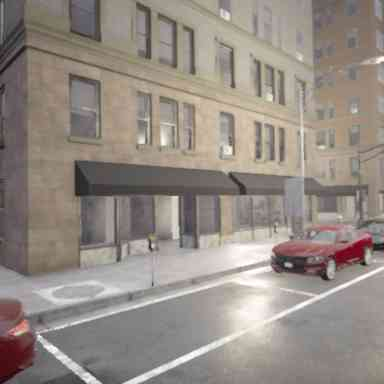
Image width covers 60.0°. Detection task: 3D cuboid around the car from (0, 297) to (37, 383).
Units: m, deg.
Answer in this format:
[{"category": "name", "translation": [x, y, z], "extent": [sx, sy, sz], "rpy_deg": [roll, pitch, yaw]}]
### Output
[{"category": "car", "translation": [-3.733, 1.734, 3.081], "extent": [4.206, 1.307, 1.802], "rpy_deg": [0, -2, -43]}]

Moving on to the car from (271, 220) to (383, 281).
[{"category": "car", "translation": [4.273, 1.765, 10.657], "extent": [4.507, 1.381, 1.887], "rpy_deg": [0, -2, -43]}]

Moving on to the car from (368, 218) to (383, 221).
[{"category": "car", "translation": [8.277, 1.820, 14.443], "extent": [4.313, 1.339, 1.947], "rpy_deg": [0, -2, -43]}]
